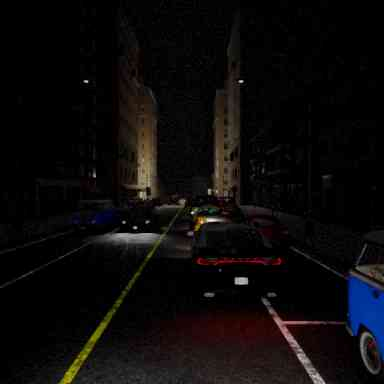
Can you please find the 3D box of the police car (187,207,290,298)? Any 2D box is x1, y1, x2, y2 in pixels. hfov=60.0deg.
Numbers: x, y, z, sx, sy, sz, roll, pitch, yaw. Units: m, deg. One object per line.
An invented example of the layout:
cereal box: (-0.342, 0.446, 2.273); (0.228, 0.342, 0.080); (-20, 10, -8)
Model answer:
police car: (0.908, 1.425, 8.673); (1.930, 1.638, 5.238); (0, 0, 0)

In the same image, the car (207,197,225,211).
car: (2.897, 1.442, 41.392); (1.967, 1.590, 4.097); (0, 0, 0)

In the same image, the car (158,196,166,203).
car: (-5.617, 1.572, 52.404); (1.947, 1.339, 4.313); (0, 0, 0)

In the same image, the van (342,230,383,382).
van: (2.857, 1.341, 2.883); (1.690, 1.788, 3.998); (0, 0, 0)

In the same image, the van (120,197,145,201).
van: (-5.640, 1.341, 30.398); (1.690, 1.788, 3.998); (0, 0, 0)

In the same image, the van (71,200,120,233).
van: (-5.651, 1.340, 19.397); (1.690, 1.788, 3.998); (0, 0, 0)

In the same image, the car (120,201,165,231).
car: (-3.080, 1.546, 20.716); (2.033, 1.411, 5.357); (0, 0, 0)

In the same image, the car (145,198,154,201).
car: (-5.634, 1.567, 35.900); (1.947, 1.339, 4.313); (0, 0, 0)

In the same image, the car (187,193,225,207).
car: (0.924, 1.224, 24.593); (2.150, 2.045, 5.566); (0, 0, 0)

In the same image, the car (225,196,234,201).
car: (2.885, 1.315, 30.389); (2.192, 1.841, 5.009); (0, 0, 0)

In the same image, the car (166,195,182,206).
car: (-2.946, 1.554, 53.870); (2.033, 1.411, 5.357); (0, 0, 0)

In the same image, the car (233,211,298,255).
car: (2.869, 1.581, 13.886); (1.802, 1.307, 4.206); (0, 0, 0)

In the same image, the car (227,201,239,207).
car: (2.881, 1.581, 24.888); (1.802, 1.307, 4.206); (0, 0, 0)

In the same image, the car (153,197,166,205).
car: (-5.612, 1.590, 57.905); (1.802, 1.307, 4.206); (0, 0, 0)

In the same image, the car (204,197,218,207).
car: (2.908, 1.556, 52.395); (2.008, 1.369, 4.403); (0, 0, 0)

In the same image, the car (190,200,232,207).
car: (0.918, 1.454, 18.753); (1.801, 1.575, 5.366); (0, 0, 0)

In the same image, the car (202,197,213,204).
car: (2.919, 1.577, 63.398); (1.947, 1.339, 4.313); (0, 0, 0)

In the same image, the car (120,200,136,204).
car: (-5.645, 1.550, 24.897); (2.008, 1.369, 4.403); (0, 0, 0)

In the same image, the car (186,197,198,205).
car: (0.059, 1.573, 58.905); (1.994, 1.385, 4.181); (0, 0, 0)

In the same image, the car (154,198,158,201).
car: (-5.628, 1.584, 41.401); (1.802, 1.307, 4.206); (0, 0, 0)

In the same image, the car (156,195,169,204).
car: (-5.606, 1.451, 63.407); (1.967, 1.590, 4.097); (0, 0, 0)

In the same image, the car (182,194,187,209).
car: (0.062, 1.355, 45.504); (2.097, 1.767, 4.553); (0, 0, 0)
